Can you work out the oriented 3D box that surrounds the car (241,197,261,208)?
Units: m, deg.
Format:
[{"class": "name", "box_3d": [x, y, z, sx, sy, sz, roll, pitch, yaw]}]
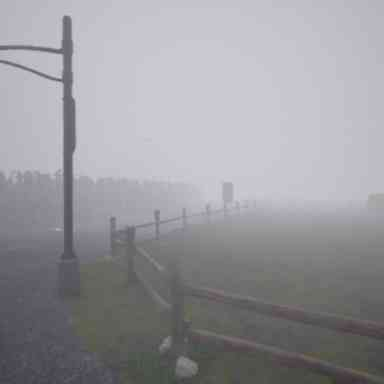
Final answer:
[{"class": "car", "box_3d": [8.761, 1.581, 50.713, 1.837, 1.490, 4.892, -1, -2, 22]}]

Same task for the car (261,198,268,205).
[{"class": "car", "box_3d": [12.828, 1.693, 61.252, 1.895, 1.301, 4.718, -1, 0, 21]}]

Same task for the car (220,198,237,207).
[{"class": "car", "box_3d": [6.007, 1.657, 53.482, 1.837, 1.490, 4.892, -1, -1, 22]}]
